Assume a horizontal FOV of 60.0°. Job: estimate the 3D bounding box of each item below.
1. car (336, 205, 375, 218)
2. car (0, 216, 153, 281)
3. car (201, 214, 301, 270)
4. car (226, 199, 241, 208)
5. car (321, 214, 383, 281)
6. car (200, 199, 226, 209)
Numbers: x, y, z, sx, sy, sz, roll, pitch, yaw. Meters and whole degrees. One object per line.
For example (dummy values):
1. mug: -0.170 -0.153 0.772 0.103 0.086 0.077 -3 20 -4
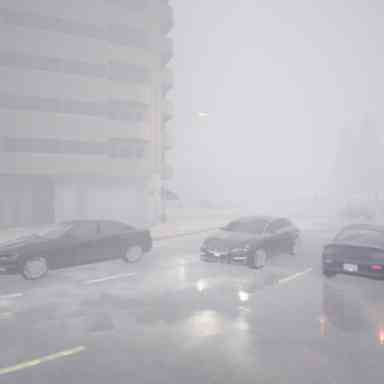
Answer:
1. car: 13.895 1.732 28.606 1.895 1.301 4.718 0 0 10
2. car: -3.564 1.564 10.486 5.008 1.535 1.882 0 0 -44
3. car: 2.230 1.574 11.574 1.837 1.490 4.892 0 0 38
4. car: 6.174 1.858 54.044 2.128 1.511 4.902 0 0 -22
5. car: 5.133 1.568 9.381 1.812 1.442 4.674 0 0 40
6. car: 2.938 1.867 52.710 2.128 1.511 4.902 0 0 -22
